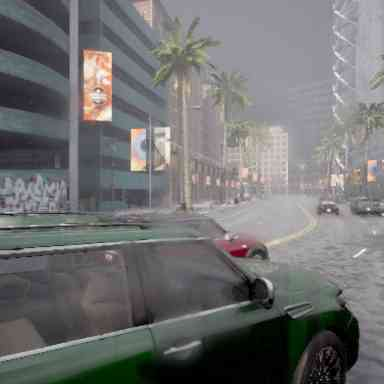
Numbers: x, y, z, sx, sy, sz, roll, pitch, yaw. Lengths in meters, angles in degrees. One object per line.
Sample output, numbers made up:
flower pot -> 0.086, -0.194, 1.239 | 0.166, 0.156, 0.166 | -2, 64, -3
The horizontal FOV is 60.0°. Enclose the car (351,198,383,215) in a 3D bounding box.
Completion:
car -> 16.884, 1.551, 32.596 | 1.994, 1.385, 4.181 | 0, 0, 17

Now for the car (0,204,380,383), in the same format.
car -> -0.774, 1.215, 2.930 | 5.566, 2.045, 2.150 | 1, 0, -37

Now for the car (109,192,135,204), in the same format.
car -> -10.836, 0.982, 51.444 | 2.435, 2.045, 5.566 | 0, 0, 16

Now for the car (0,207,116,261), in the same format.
car -> -5.609, 1.464, 12.725 | 5.008, 1.535, 1.882 | 0, 0, -43

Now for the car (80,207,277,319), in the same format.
car -> -0.107, 1.347, 8.165 | 4.553, 1.767, 2.097 | 0, 0, -42

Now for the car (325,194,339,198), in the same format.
car -> 32.877, 1.318, 77.300 | 2.185, 1.767, 4.553 | 0, 0, 16

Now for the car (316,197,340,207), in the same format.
car -> 13.346, 1.510, 32.966 | 1.812, 1.442, 4.674 | 0, 0, 17

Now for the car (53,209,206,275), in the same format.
car -> -1.878, 1.468, 11.461 | 1.882, 1.535, 5.008 | 0, 0, 44
